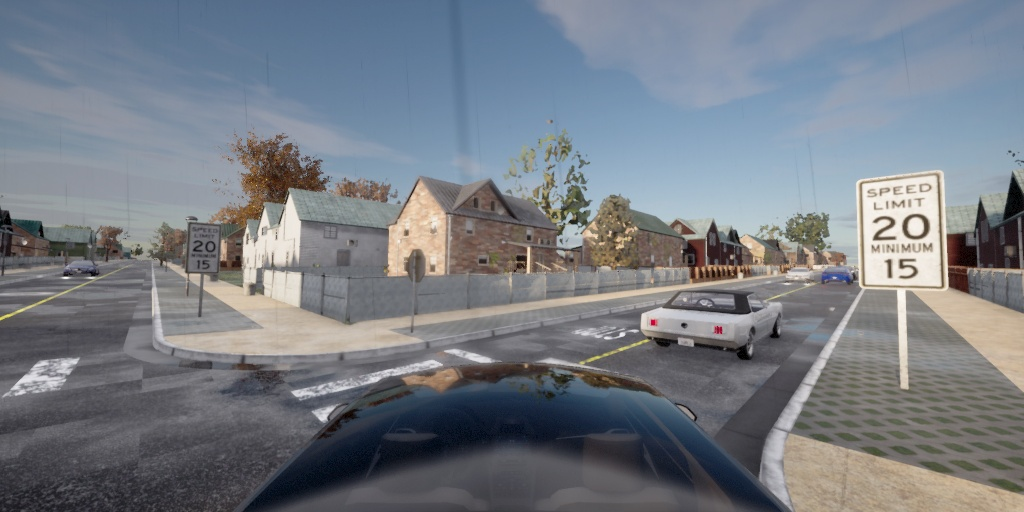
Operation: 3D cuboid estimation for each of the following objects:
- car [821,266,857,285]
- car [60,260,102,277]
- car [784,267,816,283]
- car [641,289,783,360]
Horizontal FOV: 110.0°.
[{"bbox_3d":[28.918,1.715,31.858,5.008,1.535,1.882,1,-2,-44],"label":"car"},{"bbox_3d":[-40.002,1.131,33.410,4.674,1.442,1.812,0,-3,45],"label":"car"},{"bbox_3d":[28.327,1.850,35.205,4.674,1.442,1.812,1,-2,-44],"label":"car"},{"bbox_3d":[5.025,1.440,8.633,4.718,1.301,1.895,1,-2,-44],"label":"car"}]
